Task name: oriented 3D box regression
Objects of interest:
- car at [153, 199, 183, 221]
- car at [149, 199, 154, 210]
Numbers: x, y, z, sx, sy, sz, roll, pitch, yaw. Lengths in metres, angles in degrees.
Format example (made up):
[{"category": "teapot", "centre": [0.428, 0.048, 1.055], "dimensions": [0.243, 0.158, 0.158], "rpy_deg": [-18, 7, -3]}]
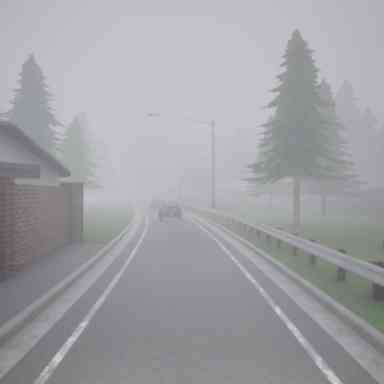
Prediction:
[{"category": "car", "centre": [-1.886, 1.508, 27.603], "dimensions": [2.128, 1.511, 4.902], "rpy_deg": [0, 0, -7]}, {"category": "car", "centre": [-4.634, 1.592, 44.378], "dimensions": [1.994, 1.385, 4.181], "rpy_deg": [0, 0, -10]}]
